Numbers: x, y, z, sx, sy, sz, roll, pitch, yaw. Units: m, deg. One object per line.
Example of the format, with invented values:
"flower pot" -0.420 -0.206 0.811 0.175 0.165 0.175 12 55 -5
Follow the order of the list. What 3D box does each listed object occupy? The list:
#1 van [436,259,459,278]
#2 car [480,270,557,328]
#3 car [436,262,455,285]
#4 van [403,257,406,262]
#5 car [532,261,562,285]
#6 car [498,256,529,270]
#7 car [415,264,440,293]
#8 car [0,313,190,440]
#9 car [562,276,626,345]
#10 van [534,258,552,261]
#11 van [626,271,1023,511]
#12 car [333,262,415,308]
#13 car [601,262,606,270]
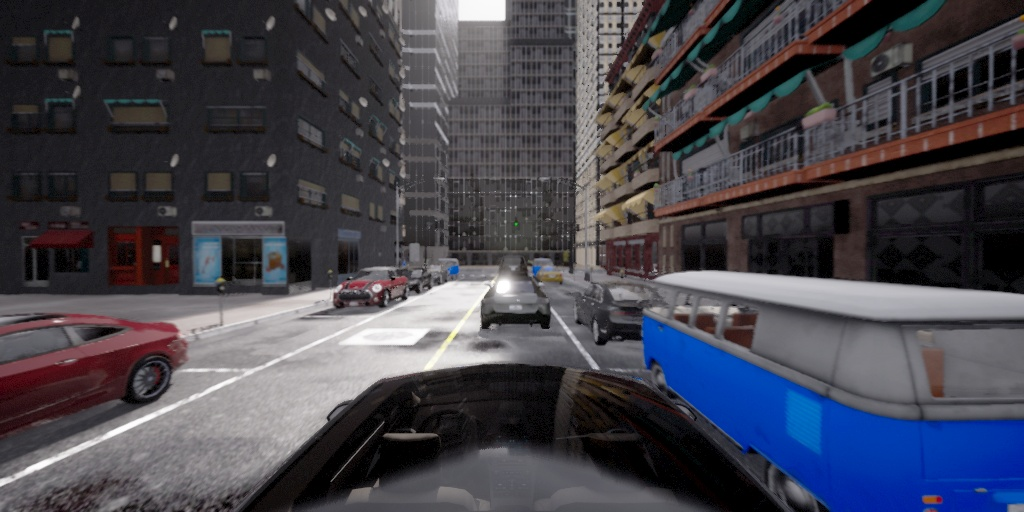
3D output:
"van" -5.696 1.113 31.727 1.690 1.789 3.998 0 0 0
"car" 0.099 1.320 11.406 1.994 1.385 4.181 0 0 0
"car" -5.695 1.318 26.126 2.007 1.370 4.403 0 0 0
"van" -17.163 0.995 51.229 3.998 1.789 1.690 0 0 0
"car" 2.686 1.293 26.268 1.751 1.417 4.829 0 0 0
"car" 0.093 0.990 27.246 2.150 2.045 5.566 0 0 0
"car" -5.694 1.329 20.523 1.948 1.339 4.313 0 0 0
"car" -5.691 1.334 3.718 1.802 1.307 4.207 0 0 0
"car" 2.689 1.305 9.293 2.007 1.370 4.403 0 0 0
"van" 2.685 1.112 31.700 1.690 1.789 3.998 0 0 0
"van" 2.689 1.092 3.690 1.690 1.789 3.998 0 0 0
"car" -5.693 1.199 14.922 1.967 1.591 4.097 0 0 0
"car" 15.226 1.131 51.040 5.009 1.841 2.192 0 0 0
